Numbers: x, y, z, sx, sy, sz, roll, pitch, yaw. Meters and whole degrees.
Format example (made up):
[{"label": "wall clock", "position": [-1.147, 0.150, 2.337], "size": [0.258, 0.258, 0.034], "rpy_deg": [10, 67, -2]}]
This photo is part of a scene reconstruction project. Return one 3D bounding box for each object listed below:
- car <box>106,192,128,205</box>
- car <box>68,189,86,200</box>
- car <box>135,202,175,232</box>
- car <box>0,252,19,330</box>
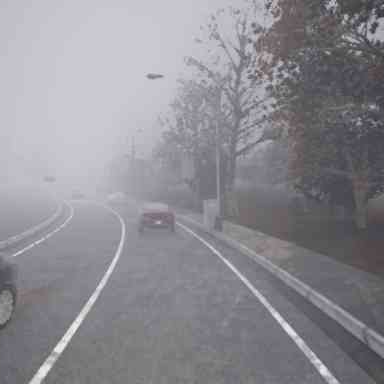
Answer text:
[{"label": "car", "position": [-8.754, 0.745, 38.885], "size": [1.812, 1.442, 4.674], "rpy_deg": [1, 2, -23]}, {"label": "car", "position": [-15.622, 0.317, 44.953], "size": [2.033, 1.411, 5.357], "rpy_deg": [1, 2, -26]}, {"label": "car", "position": [-2.145, 1.309, 18.842], "size": [1.882, 1.535, 5.008], "rpy_deg": [1, 1, -12]}, {"label": "car", "position": [-3.858, 1.503, 3.976], "size": [1.837, 1.490, 4.892], "rpy_deg": [0, 0, -4]}]
